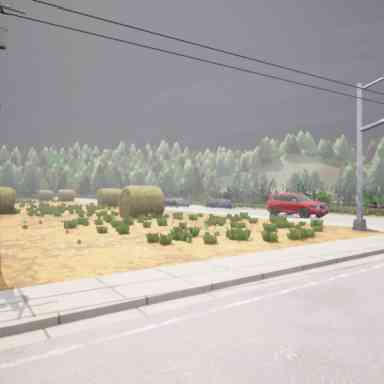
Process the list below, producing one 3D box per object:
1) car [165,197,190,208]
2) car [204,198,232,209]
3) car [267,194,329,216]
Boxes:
[{"bbox_3d":[-2.098,1.491,46.416,1.812,1.442,4.674,0,0,-33],"label":"car"},{"bbox_3d":[3.439,1.529,44.600,1.994,1.385,4.181,0,0,-33],"label":"car"},{"bbox_3d":[9.045,1.186,29.005,2.150,2.045,5.566,0,0,-33],"label":"car"}]
